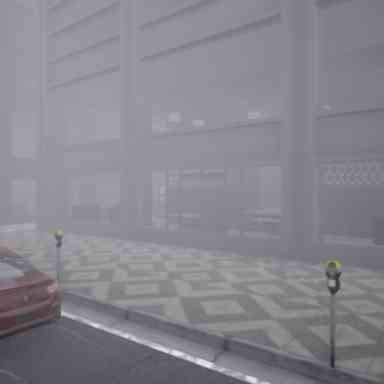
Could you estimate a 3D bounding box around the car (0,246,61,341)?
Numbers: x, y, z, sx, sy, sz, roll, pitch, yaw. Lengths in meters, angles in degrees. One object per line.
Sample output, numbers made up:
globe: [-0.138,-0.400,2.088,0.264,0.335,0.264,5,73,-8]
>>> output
car: [-3.965,1.593,5.786,4.206,1.307,1.802,0,0,35]
